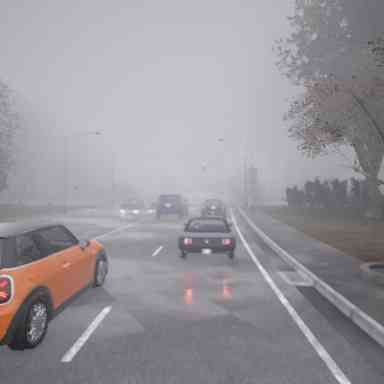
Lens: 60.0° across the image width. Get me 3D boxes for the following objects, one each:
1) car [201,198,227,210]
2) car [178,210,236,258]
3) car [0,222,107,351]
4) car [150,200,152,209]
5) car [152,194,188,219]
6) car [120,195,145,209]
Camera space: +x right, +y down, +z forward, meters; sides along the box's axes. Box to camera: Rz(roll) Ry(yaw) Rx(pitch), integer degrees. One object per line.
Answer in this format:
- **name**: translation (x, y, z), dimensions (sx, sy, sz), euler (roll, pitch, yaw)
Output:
- **car**: translation (1.923, 1.299, 28.990), dimensions (2.097, 1.767, 4.553), euler (0, 0, 5)
- **car**: translation (0.605, 1.597, 12.792), dimensions (1.895, 1.301, 4.718), euler (0, 0, 3)
- **car**: translation (-3.185, 1.344, 6.395), dimensions (2.097, 1.767, 4.553), euler (0, 0, 2)
- **car**: translation (-3.965, 1.331, 41.888), dimensions (1.882, 1.535, 5.008), euler (0, 0, 6)
- **car**: translation (-1.634, 1.162, 28.667), dimensions (2.150, 2.045, 5.566), euler (0, 0, 5)
- **car**: translation (-7.472, 1.197, 42.029), dimensions (2.097, 1.767, 4.553), euler (0, 1, 6)
